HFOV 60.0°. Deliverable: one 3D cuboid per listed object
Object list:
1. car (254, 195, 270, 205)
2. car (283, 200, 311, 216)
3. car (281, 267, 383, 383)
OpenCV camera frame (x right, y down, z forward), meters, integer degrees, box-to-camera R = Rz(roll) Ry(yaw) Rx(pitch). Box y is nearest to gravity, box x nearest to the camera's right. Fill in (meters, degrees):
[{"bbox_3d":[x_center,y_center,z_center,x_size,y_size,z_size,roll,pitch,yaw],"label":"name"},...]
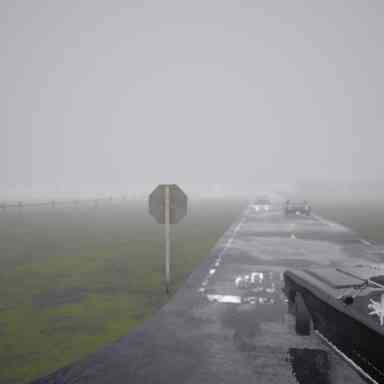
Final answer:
[{"bbox_3d":[9.660,1.059,46.063,1.994,1.385,4.181,0,1,12],"label":"car"},{"bbox_3d":[8.689,1.283,27.960,1.895,1.301,4.718,0,1,12],"label":"car"},{"bbox_3d":[2.688,1.547,3.691,1.895,1.301,4.718,-1,1,-7],"label":"car"}]
